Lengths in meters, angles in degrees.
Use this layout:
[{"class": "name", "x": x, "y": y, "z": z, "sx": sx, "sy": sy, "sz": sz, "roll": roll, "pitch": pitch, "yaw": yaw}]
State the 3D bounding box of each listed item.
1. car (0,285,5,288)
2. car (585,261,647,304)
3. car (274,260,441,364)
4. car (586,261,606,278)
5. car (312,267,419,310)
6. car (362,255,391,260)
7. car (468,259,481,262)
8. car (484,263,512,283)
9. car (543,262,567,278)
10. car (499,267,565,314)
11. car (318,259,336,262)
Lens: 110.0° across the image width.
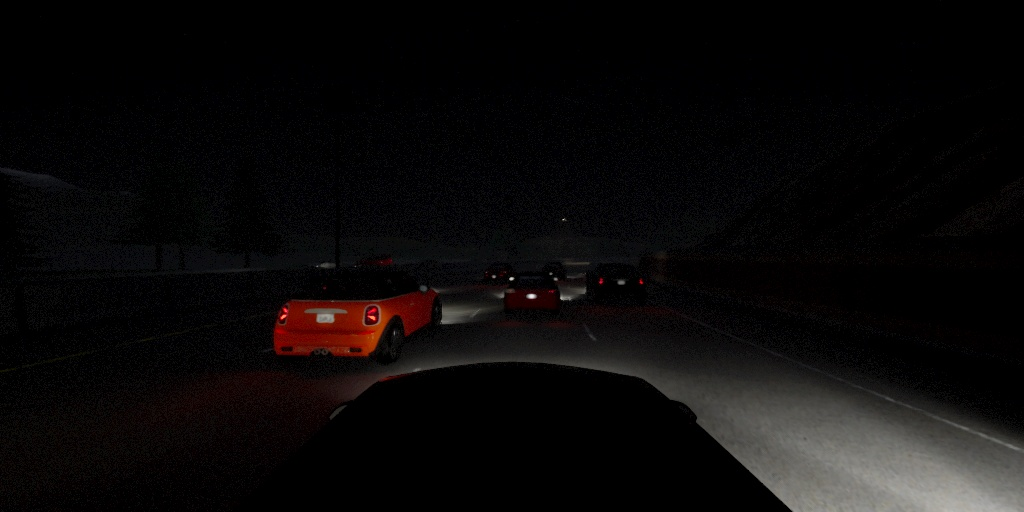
[{"class": "car", "x": -17.302, "y": 1.232, "z": 9.227, "sx": 2.033, "sy": 1.411, "sz": 5.357, "roll": 0, "pitch": 0, "yaw": 3}, {"class": "car", "x": 4.650, "y": 1.090, "z": 16.577, "sx": 2.097, "sy": 1.767, "sz": 4.553, "roll": 0, "pitch": 0, "yaw": 6}, {"class": "car", "x": -3.103, "y": 1.081, "z": 8.271, "sx": 2.097, "sy": 1.767, "sz": 4.553, "roll": 0, "pitch": 0, "yaw": 3}, {"class": "car", "x": 8.227, "y": 1.241, "z": 34.970, "sx": 1.812, "sy": 1.442, "sz": 4.674, "roll": 0, "pitch": 0, "yaw": 15}, {"class": "car", "x": -6.063, "y": 1.254, "z": 15.728, "sx": 2.033, "sy": 1.411, "sz": 5.357, "roll": 0, "pitch": 0, "yaw": 6}, {"class": "car", "x": -17.826, "y": 0.839, "z": 46.367, "sx": 2.150, "sy": 2.045, "sz": 5.566, "roll": 0, "pitch": 0, "yaw": 17}, {"class": "car", "x": -6.125, "y": 1.195, "z": 58.442, "sx": 1.994, "sy": 1.385, "sz": 4.181, "roll": 0, "pitch": 0, "yaw": 22}, {"class": "car", "x": -0.815, "y": 1.228, "z": 26.862, "sx": 1.812, "sy": 1.442, "sz": 4.674, "roll": 0, "pitch": 0, "yaw": 11}, {"class": "car", "x": 3.634, "y": 1.234, "z": 31.019, "sx": 1.812, "sy": 1.442, "sz": 4.674, "roll": 0, "pitch": 0, "yaw": 13}, {"class": "car", "x": 0.825, "y": 1.295, "z": 13.820, "sx": 1.994, "sy": 1.385, "sz": 4.181, "roll": 0, "pitch": 0, "yaw": 5}, {"class": "car", "x": -22.384, "y": 1.135, "z": 43.036, "sx": 1.812, "sy": 1.442, "sz": 4.674, "roll": 0, "pitch": 0, "yaw": 15}]
